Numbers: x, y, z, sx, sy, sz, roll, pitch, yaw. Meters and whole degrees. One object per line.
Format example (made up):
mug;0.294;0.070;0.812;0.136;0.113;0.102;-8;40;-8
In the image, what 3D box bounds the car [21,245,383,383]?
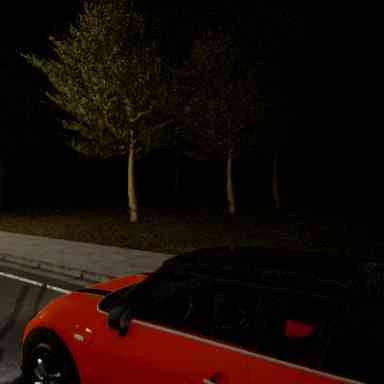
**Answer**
car;0.310;1.351;3.319;4.553;1.767;2.097;0;0;35
